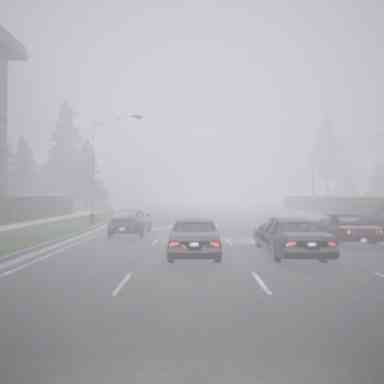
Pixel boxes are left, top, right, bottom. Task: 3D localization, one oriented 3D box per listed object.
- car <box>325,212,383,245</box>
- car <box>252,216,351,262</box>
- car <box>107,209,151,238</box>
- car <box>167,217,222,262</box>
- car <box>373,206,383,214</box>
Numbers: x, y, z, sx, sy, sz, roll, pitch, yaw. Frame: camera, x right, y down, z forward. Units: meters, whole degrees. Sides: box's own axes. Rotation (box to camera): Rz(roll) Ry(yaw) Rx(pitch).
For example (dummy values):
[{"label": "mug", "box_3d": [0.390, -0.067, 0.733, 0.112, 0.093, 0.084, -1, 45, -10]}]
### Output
[{"label": "car", "box_3d": [7.094, 1.706, 15.937, 1.895, 1.301, 4.718, 0, 0, 0]}, {"label": "car", "box_3d": [3.587, 1.630, 12.423, 2.033, 1.411, 5.357, 0, 0, 0]}, {"label": "car", "box_3d": [-3.403, 1.648, 18.510, 1.812, 1.442, 4.674, 0, 0, 0]}, {"label": "car", "box_3d": [0.084, 1.630, 12.425, 2.033, 1.411, 5.357, 0, 0, 0]}, {"label": "car", "box_3d": [10.595, 1.466, 17.257, 2.097, 1.767, 4.553, 0, 0, 0]}]
